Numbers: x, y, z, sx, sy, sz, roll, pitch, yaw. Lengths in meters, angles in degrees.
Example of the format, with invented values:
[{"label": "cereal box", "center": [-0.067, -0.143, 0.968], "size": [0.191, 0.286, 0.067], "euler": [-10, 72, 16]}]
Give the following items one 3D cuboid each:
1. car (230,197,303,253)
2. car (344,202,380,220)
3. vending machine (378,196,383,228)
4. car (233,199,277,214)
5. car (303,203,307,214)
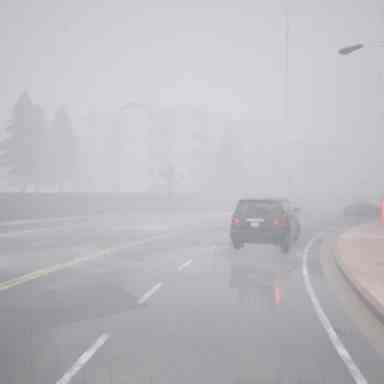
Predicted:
[{"label": "car", "center": [3.244, 1.241, 14.150], "size": [2.150, 2.045, 5.566], "euler": [0, 0, 23]}, {"label": "car", "center": [15.407, 1.608, 29.654], "size": [4.902, 1.511, 2.128], "euler": [0, 0, -39]}, {"label": "vending machine", "center": [12.820, 1.294, 21.646], "size": [1.100, 2.100, 0.880], "euler": [1, 0, 41]}, {"label": "car", "center": [6.908, 1.529, 36.446], "size": [4.902, 1.511, 2.128], "euler": [0, 0, -41]}, {"label": "car", "center": [9.896, 1.543, 34.441], "size": [5.008, 1.535, 1.882], "euler": [0, 0, -39]}]
